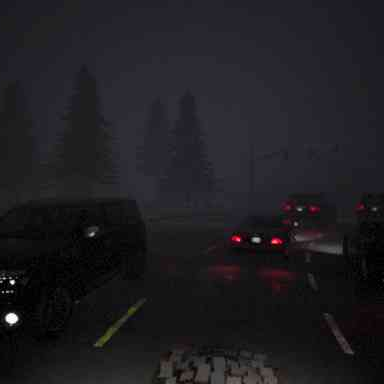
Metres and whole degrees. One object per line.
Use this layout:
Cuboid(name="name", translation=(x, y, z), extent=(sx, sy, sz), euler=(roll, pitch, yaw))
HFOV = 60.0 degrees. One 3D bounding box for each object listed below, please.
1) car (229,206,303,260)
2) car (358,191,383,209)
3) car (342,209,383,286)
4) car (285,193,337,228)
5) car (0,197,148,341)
Cuboid(name="car", translation=(2.775, 1.455, 12.223), extent=(2.033, 1.411, 5.357), euler=(0, 1, 21))
Cuboid(name="car", translation=(12.226, 1.083, 21.226), extent=(2.150, 2.045, 5.566), euler=(1, 0, 40))
Cuboid(name="car", translation=(5.335, 1.448, 8.942), extent=(1.837, 1.490, 4.892), euler=(0, 1, 16))
Cuboid(name="car", translation=(7.653, 1.071, 21.220), extent=(2.150, 2.045, 5.566), euler=(1, 1, 34))
Cuboid(name="car", translation=(-2.659, 1.155, 6.894), extent=(2.150, 2.045, 5.566), euler=(0, 0, 12))
